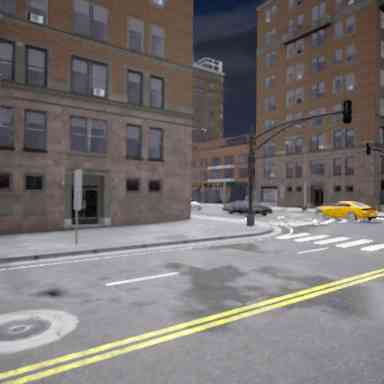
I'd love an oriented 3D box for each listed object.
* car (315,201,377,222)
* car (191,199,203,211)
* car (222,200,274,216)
[{"bbox_3d":[12.268,1.498,26.817,1.882,1.535,5.008,2,-1,-26],"label":"car"},{"bbox_3d":[-0.645,1.434,39.734,1.812,1.442,4.674,1,0,-36],"label":"car"},{"bbox_3d":[5.152,1.493,31.603,2.033,1.411,5.357,1,0,-35],"label":"car"}]
